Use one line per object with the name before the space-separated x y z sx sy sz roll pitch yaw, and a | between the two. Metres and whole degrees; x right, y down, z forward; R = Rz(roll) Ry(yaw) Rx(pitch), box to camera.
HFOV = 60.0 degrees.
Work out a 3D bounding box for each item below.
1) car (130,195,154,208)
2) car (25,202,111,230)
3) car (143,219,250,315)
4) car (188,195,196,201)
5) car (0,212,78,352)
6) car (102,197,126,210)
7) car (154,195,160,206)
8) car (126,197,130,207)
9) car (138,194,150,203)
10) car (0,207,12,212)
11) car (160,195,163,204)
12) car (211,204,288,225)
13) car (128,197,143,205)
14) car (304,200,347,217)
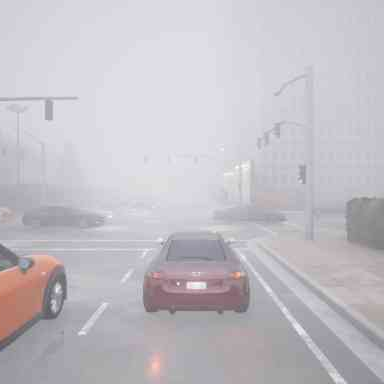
car | -7.024 1.352 47.109 2.097 1.767 4.553 0 0 0
car | -7.904 1.534 20.713 4.892 1.490 1.837 0 0 0
car | 0.087 1.564 7.680 1.994 1.385 4.181 0 0 0
car | 0.110 1.552 84.594 1.994 1.385 4.181 0 0 0
car | -3.434 1.352 4.506 2.097 1.767 4.553 0 0 1
car | -10.546 1.491 43.510 2.128 1.511 4.902 0 0 1
car | -7.009 1.505 56.052 1.837 1.490 4.892 0 0 0
car | -10.521 1.477 52.659 1.882 1.535 5.008 0 0 0
car | -10.406 1.355 72.289 2.097 1.767 4.553 0 0 0
car | -15.555 1.390 24.206 4.553 1.767 2.097 0 0 0
car | -6.939 1.352 66.130 2.097 1.767 4.553 0 0 1
car | 4.087 1.591 24.222 5.357 1.411 2.033 0 0 0
car | -10.476 1.601 61.959 1.895 1.301 4.718 0 0 0
car | 13.134 1.547 31.430 4.902 1.511 2.128 0 0 0
